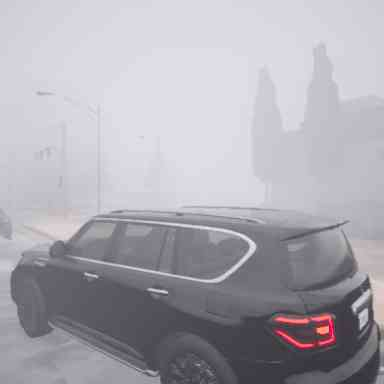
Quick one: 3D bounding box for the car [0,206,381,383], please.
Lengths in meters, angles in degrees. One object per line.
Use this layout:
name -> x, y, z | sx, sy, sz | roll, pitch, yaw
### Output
car -> -0.481, 1.225, 4.783 | 5.566, 2.045, 2.150 | 1, 0, 40
